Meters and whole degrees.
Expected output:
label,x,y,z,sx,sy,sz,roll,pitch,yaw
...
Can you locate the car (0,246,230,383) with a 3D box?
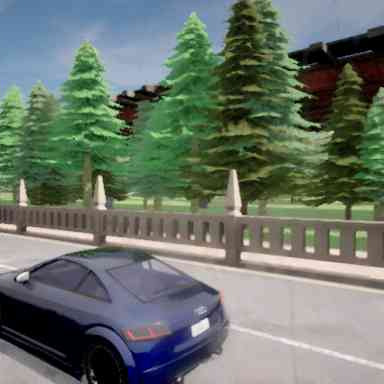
label,x,y,z,sx,sy,sz,roll,pitch,yaw
car,-1.530,1.562,5.082,4.181,1.385,1.994,0,0,35
